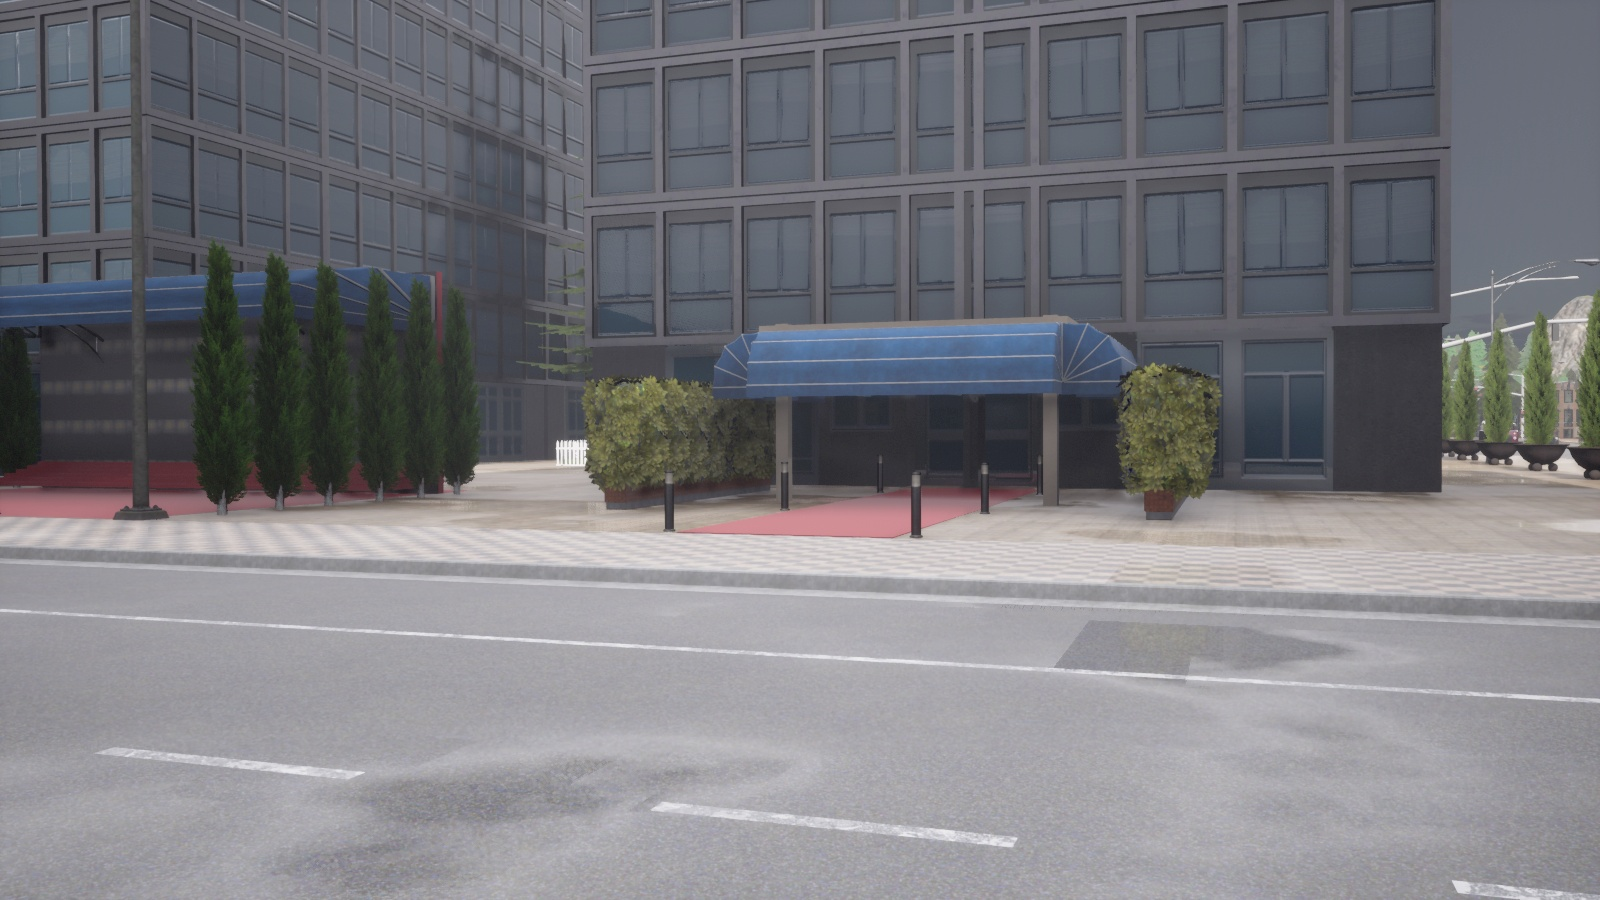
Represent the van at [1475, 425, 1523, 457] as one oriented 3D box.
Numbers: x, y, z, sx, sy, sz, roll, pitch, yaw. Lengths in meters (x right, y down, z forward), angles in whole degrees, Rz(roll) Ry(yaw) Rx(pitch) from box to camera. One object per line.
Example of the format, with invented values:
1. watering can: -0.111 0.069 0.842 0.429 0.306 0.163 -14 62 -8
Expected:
1. van: 47.011 -0.631 84.561 2.069 2.038 4.480 1 1 19
